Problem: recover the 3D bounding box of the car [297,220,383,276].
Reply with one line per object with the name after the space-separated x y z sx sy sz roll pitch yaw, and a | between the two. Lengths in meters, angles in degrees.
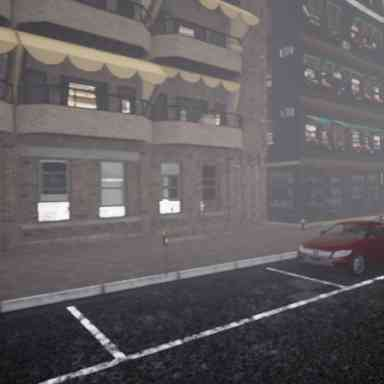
4.994 1.545 10.096 4.206 1.307 1.802 0 -1 -35 | car
